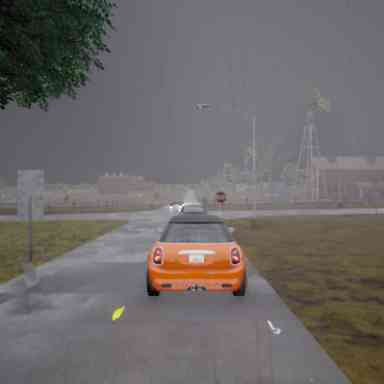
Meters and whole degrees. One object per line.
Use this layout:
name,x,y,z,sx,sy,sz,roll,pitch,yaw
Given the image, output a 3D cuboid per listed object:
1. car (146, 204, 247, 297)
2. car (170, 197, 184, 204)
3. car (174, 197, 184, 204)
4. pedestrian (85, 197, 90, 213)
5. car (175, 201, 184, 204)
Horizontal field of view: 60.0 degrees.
car,0.094,1.356,8.771,2.097,1.767,4.553,0,0,0
car,-2.823,1.728,58.576,1.837,1.490,4.892,0,-1,0
car,-2.765,1.930,73.873,2.033,1.411,5.357,0,-1,0
pedestrian,-12.161,1.524,38.751,0.375,1.860,0.375,0,2,0
car,0.046,1.530,19.754,1.837,1.490,4.892,0,0,-1
